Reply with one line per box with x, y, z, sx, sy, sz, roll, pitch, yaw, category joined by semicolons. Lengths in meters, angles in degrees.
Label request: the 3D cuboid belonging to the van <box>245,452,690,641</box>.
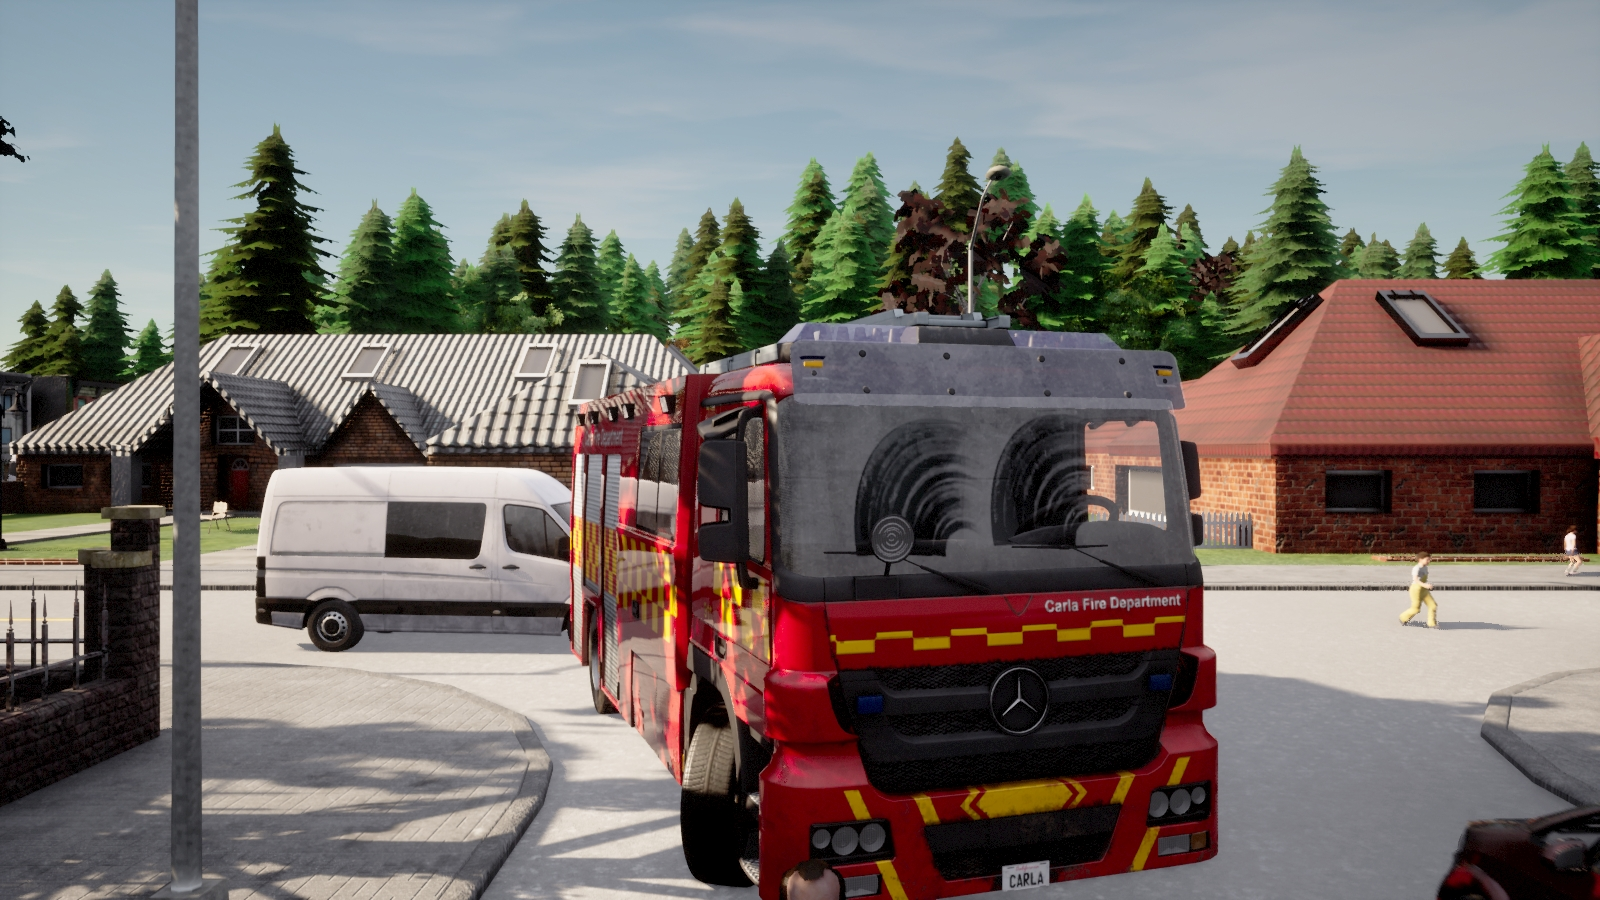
-4.701;1.315;16.673;5.915;2.561;1.988;0;0;4;van

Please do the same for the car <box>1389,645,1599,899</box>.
4.007;1.805;4.196;1.789;1.549;3.705;0;0;0;car

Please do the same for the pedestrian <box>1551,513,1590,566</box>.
16.474;1.905;24.439;0.500;1.100;0.500;0;0;0;pedestrian

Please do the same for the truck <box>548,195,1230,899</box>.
-0.279;0.670;10.050;2.891;3.827;8.468;0;0;-19;truck

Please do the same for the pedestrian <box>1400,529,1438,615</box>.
9.717;1.909;17.938;0.375;1.300;0.375;0;0;-29;pedestrian
